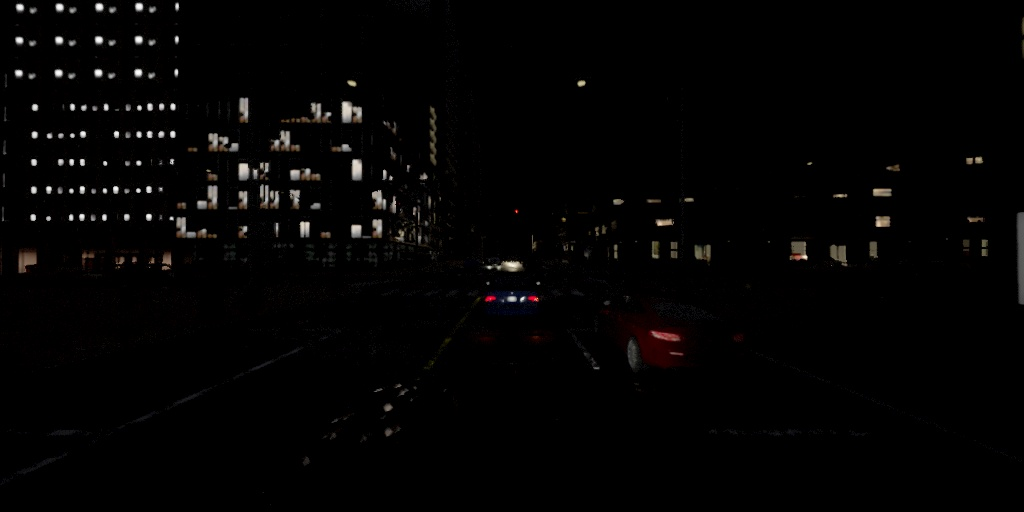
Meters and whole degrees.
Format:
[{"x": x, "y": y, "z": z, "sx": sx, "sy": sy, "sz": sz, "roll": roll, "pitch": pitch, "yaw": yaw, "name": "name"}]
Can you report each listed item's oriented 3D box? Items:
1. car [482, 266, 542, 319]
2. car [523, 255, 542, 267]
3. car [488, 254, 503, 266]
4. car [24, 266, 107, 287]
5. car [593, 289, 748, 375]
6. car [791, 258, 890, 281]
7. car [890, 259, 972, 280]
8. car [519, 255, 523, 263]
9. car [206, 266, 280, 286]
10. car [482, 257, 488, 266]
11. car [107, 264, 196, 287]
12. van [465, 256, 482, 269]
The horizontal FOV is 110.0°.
[{"x": 0.038, "y": 1.245, "z": 12.585, "sx": 2.033, "sy": 1.411, "sz": 5.357, "roll": 0, "pitch": 0, "yaw": 1, "name": "car"}, {"x": 2.696, "y": 0.972, "z": 45.132, "sx": 1.967, "sy": 1.591, "sz": 4.097, "roll": 0, "pitch": 0, "yaw": 0, "name": "car"}, {"x": -3.032, "y": 0.665, "z": 62.238, "sx": 2.150, "sy": 2.045, "sz": 5.566, "roll": 0, "pitch": 0, "yaw": 1, "name": "car"}, {"x": -28.613, "y": 1.356, "z": 23.405, "sx": 4.829, "sy": 1.417, "sz": 1.751, "roll": 0, "pitch": 0, "yaw": 1, "name": "car"}, {"x": 2.816, "y": 1.306, "z": 7.170, "sx": 1.802, "sy": 1.307, "sz": 4.207, "roll": 0, "pitch": 0, "yaw": 0, "name": "car"}, {"x": 20.692, "y": 0.887, "z": 22.924, "sx": 4.829, "sy": 1.417, "sz": 1.751, "roll": 0, "pitch": 0, "yaw": 1, "name": "car"}, {"x": 26.055, "y": 0.860, "z": 22.872, "sx": 4.403, "sy": 1.370, "sz": 2.007, "roll": 0, "pitch": 0, "yaw": 1, "name": "car"}, {"x": 2.698, "y": 0.788, "z": 56.480, "sx": 2.192, "sy": 1.841, "sz": 5.009, "roll": 0, "pitch": 0, "yaw": 0, "name": "car"}, {"x": -17.416, "y": 1.304, "z": 23.295, "sx": 4.207, "sy": 1.307, "sz": 1.802, "roll": 0, "pitch": 0, "yaw": 1, "name": "car"}, {"x": -5.683, "y": 0.970, "z": 61.946, "sx": 1.751, "sy": 1.417, "sz": 4.829, "roll": 0, "pitch": 0, "yaw": 0, "name": "car"}, {"x": -23.100, "y": 1.216, "z": 23.351, "sx": 4.097, "sy": 1.591, "sz": 1.967, "roll": 0, "pitch": 0, "yaw": 1, "name": "car"}, {"x": -5.684, "y": 0.844, "z": 50.768, "sx": 1.690, "sy": 1.789, "sz": 3.998, "roll": 0, "pitch": 0, "yaw": 0, "name": "van"}]
